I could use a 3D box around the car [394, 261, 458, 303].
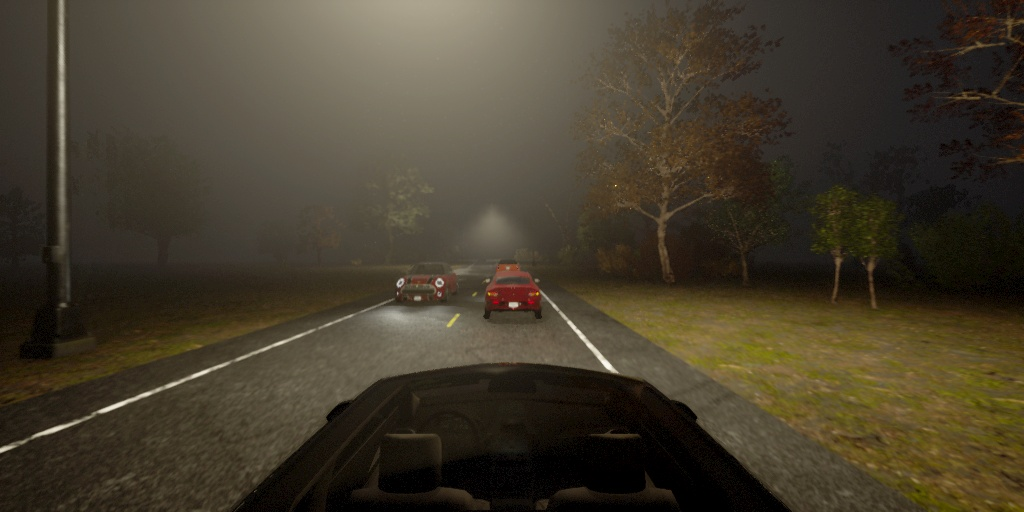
[{"bbox_3d":[-3.728,1.063,16.295,2.097,1.767,4.553,0,0,-1],"label":"car"}]

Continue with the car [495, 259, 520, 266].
[{"bbox_3d":[-0.378,1.011,31.388,2.097,1.767,4.553,0,0,-2],"label":"car"}]

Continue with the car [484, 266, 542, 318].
[{"bbox_3d":[0.019,1.245,12.701,1.812,1.442,4.674,0,0,-1],"label":"car"}]
